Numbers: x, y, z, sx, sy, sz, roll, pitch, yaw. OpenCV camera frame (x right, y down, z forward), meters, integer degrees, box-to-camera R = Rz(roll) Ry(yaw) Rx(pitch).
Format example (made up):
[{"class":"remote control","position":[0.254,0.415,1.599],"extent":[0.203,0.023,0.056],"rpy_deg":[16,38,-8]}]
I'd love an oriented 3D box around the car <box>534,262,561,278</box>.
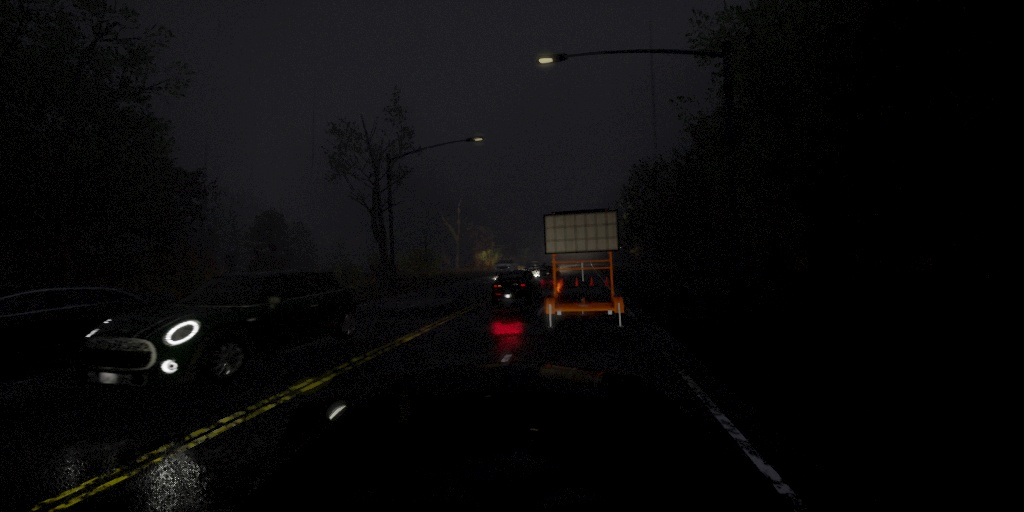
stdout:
[{"class":"car","position":[3.873,1.408,36.040],"extent":[2.128,1.511,4.902],"rpy_deg":[-3,0,11]}]

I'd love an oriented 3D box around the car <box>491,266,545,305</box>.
[{"class":"car","position":[0.303,1.465,17.760],"extent":[1.837,1.490,4.892],"rpy_deg":[-3,-1,11]}]

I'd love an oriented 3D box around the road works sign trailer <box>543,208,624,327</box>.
[{"class":"road works sign trailer","position":[2.402,0.289,11.845],"extent":[2.380,3.560,2.880],"rpy_deg":[0,0,11]}]

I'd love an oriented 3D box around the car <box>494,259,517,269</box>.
[{"class":"car","position":[-0.749,1.406,47.189],"extent":[2.150,2.045,5.566],"rpy_deg":[-3,0,11]}]

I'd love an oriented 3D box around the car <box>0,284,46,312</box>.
[{"class":"car","position":[-8.782,1.257,6.227],"extent":[2.128,1.511,4.902],"rpy_deg":[0,0,10]}]

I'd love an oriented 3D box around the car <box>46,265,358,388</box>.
[{"class":"car","position":[-5.234,1.106,7.223],"extent":[2.097,1.767,4.553],"rpy_deg":[0,0,11]}]

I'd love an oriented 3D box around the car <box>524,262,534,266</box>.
[{"class":"car","position":[2.850,1.526,48.553],"extent":[2.128,1.511,4.902],"rpy_deg":[-3,0,11]}]
